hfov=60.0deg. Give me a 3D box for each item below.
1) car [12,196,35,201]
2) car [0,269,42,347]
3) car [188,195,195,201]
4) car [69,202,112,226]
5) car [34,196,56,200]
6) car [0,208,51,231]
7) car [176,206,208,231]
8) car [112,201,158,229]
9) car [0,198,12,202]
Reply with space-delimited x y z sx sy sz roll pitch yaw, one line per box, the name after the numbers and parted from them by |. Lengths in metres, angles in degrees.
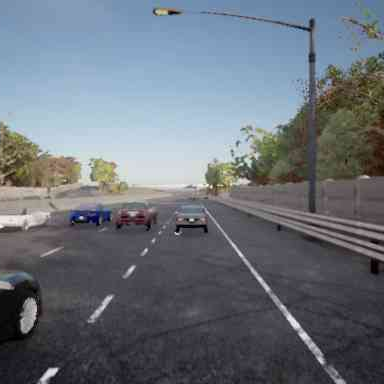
-24.586 1.358 50.398 2.097 1.767 4.553 0 0 1 | car
-3.406 1.503 3.619 1.837 1.490 4.892 0 0 0 | car
-0.062 1.609 88.953 1.812 1.442 4.674 0 0 2 | car
-6.915 1.466 23.274 1.882 1.535 5.008 0 0 0 | car
-21.097 1.567 49.481 1.994 1.385 4.181 0 0 0 | car
-10.413 1.591 20.331 1.895 1.301 4.718 0 0 0 | car
-0.016 1.535 20.244 2.033 1.411 5.357 0 0 0 | car
-3.420 1.340 21.365 2.097 1.767 4.553 0 0 0 | car
-28.079 1.607 50.083 1.895 1.301 4.718 0 0 1 | car
